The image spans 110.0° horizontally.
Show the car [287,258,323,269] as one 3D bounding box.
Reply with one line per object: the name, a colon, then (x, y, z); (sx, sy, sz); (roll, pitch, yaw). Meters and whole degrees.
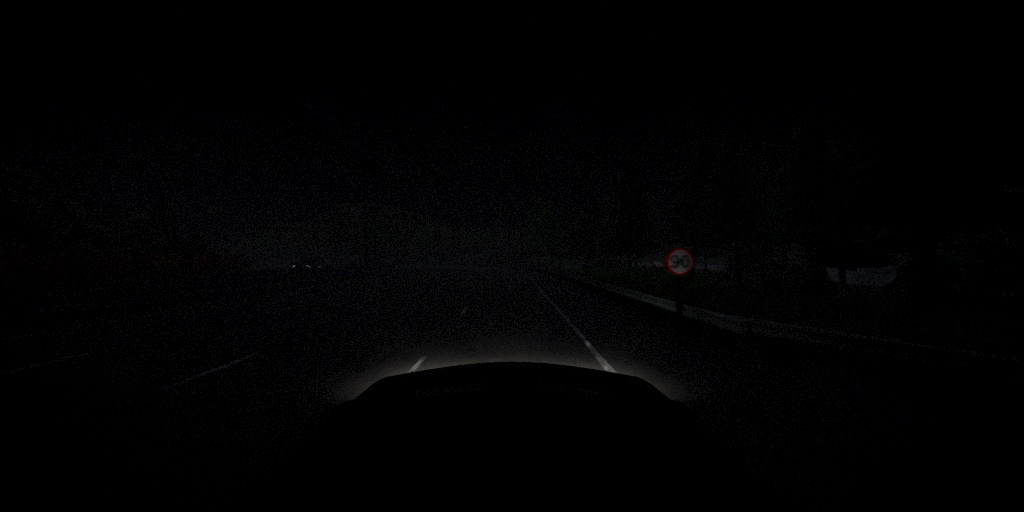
car: (-24.829, 1.177, 43.140); (2.097, 1.767, 4.553); (0, -1, -16)
